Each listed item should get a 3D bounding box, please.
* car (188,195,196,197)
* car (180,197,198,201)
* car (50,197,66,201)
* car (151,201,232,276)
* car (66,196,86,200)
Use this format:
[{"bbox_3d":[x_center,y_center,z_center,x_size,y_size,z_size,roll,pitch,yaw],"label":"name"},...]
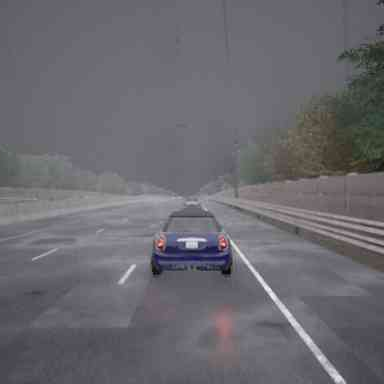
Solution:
[{"bbox_3d":[-0.021,1.326,59.505,2.097,1.767,4.553,0,0,0],"label":"car"},{"bbox_3d":[-0.013,1.476,32.005,1.812,1.442,4.674,0,0,0],"label":"car"},{"bbox_3d":[-24.527,1.584,61.414,1.895,1.301,4.718,0,0,0],"label":"car"},{"bbox_3d":[-0.004,1.335,10.430,2.097,1.767,4.553,0,0,0],"label":"car"},{"bbox_3d":[-21.036,1.488,61.461,1.837,1.490,4.892,0,0,0],"label":"car"}]
